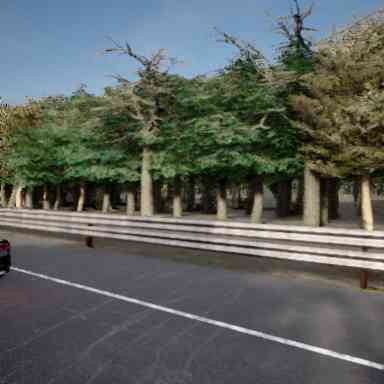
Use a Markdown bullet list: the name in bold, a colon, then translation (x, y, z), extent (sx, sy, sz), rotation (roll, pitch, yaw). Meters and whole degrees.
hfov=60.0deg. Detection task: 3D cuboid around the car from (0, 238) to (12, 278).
- **car**: translation (-6.768, 1.489, 8.886), extent (5.008, 1.535, 1.882), rotation (0, 0, 36)
